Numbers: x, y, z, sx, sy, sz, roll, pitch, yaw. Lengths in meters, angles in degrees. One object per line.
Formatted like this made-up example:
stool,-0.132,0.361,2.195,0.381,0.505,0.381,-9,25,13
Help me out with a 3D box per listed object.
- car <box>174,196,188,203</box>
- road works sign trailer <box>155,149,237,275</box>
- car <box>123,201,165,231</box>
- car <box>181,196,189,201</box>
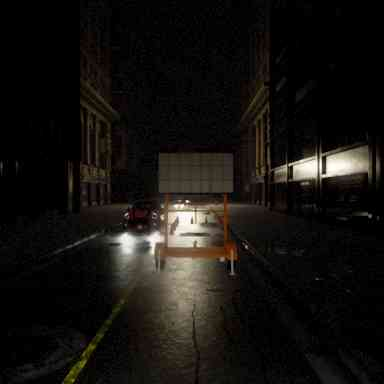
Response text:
car,-2.288,1.524,62.699,2.128,1.511,4.902,0,0,1
road works sign trailer,0.117,0.466,10.429,2.380,3.560,2.880,0,0,1
car,-2.858,1.357,20.613,2.097,1.767,4.553,0,0,1
car,-1.909,1.662,88.759,1.895,1.301,4.718,0,0,1
